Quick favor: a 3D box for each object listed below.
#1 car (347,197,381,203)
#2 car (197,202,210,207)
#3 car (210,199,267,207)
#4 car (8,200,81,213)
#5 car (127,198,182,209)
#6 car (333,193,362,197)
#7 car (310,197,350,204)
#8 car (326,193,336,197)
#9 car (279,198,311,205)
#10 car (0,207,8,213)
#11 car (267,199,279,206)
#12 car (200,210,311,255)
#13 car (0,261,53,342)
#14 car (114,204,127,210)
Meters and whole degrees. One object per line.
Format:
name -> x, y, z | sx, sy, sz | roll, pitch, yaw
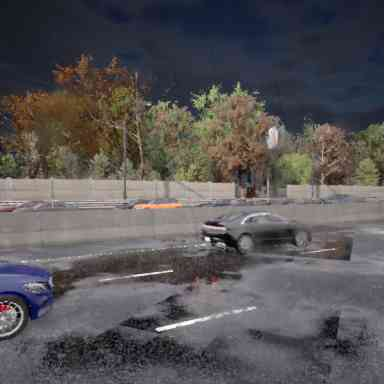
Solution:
car -> 18.951, 1.566, 35.257 | 4.181, 1.385, 1.994 | 0, 0, -30
car -> 3.128, 1.548, 38.148 | 5.357, 1.411, 2.033 | 0, 0, -30
car -> 4.991, 1.548, 35.177 | 5.357, 1.411, 2.033 | 0, 0, -31
car -> -11.169, 1.492, 25.687 | 4.902, 1.511, 2.128 | 0, 0, -30
car -> -3.192, 1.352, 30.371 | 4.553, 1.767, 2.097 | 0, 0, -30
car -> 21.899, 1.358, 45.103 | 4.553, 1.767, 2.097 | 0, 0, -30
car -> 16.387, 1.549, 37.807 | 5.357, 1.411, 2.033 | 0, 0, -30
car -> 20.919, 1.228, 48.582 | 5.566, 2.045, 2.150 | 0, 0, -30
car -> 13.388, 1.493, 40.107 | 4.902, 1.511, 2.128 | 0, 0, -30
car -> -13.666, 1.478, 28.282 | 5.008, 1.535, 1.882 | 0, 0, -30
car -> 12.001, 1.549, 43.350 | 5.357, 1.411, 2.033 | 0, 0, -30
car -> 2.640, 1.491, 13.270 | 4.902, 1.511, 2.128 | 0, 0, -30
car -> -4.600, 1.526, 4.961 | 4.674, 1.442, 1.812 | 0, 0, -30
car -> -5.301, 1.505, 33.188 | 4.892, 1.490, 1.837 | 0, 0, -30
